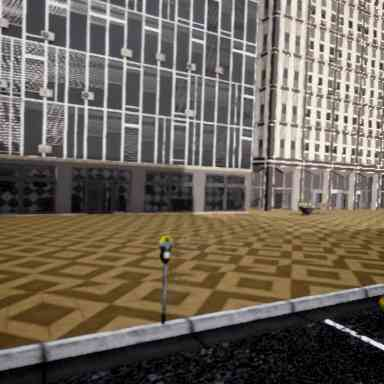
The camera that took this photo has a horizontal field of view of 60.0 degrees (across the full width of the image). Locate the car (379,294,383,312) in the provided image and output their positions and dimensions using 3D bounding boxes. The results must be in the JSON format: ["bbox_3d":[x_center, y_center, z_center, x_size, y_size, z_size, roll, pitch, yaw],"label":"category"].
[{"bbox_3d":[5.233,1.518,5.595,4.829,1.417,1.752,1,2,-27],"label":"car"}]
